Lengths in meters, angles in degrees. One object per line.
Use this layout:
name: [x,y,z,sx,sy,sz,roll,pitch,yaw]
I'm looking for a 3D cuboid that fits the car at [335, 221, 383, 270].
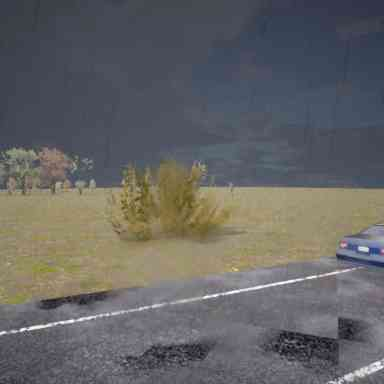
car: [6.690,1.549,10.055,5.357,1.411,2.033,0,0,-30]
